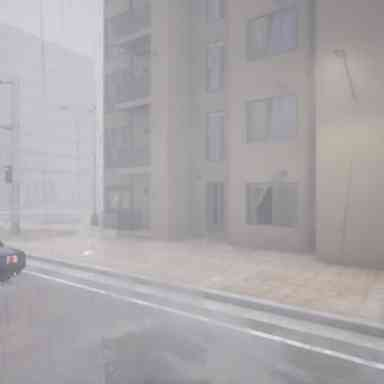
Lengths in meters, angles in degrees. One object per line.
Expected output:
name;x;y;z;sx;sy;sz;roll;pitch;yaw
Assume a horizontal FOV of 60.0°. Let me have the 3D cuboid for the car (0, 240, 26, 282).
car;-6.276;1.583;8.507;4.718;1.301;1.895;0;0;37
